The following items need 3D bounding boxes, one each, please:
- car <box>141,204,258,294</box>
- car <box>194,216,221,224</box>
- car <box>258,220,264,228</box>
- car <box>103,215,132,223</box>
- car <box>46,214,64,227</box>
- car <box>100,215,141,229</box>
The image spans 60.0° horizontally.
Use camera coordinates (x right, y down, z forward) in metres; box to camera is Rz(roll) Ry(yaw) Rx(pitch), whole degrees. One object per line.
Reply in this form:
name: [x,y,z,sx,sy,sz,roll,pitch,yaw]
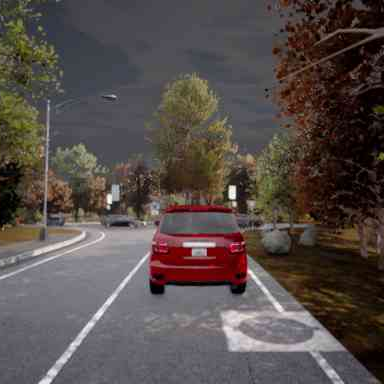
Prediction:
car: [0.105,1.355,9.240,2.150,2.045,5.566,0,-2,-1]
car: [3.152,5.450,65.845,4.902,1.511,2.128,-1,-4,22]
car: [5.742,3.243,35.765,2.033,1.411,5.357,-3,-5,38]
car: [-14.000,5.086,62.857,4.902,1.511,2.128,2,-5,-37]
car: [-18.028,3.639,43.618,2.097,1.767,4.553,2,-5,-21]
car: [-7.127,3.107,34.687,4.902,1.511,2.128,-1,-4,17]
